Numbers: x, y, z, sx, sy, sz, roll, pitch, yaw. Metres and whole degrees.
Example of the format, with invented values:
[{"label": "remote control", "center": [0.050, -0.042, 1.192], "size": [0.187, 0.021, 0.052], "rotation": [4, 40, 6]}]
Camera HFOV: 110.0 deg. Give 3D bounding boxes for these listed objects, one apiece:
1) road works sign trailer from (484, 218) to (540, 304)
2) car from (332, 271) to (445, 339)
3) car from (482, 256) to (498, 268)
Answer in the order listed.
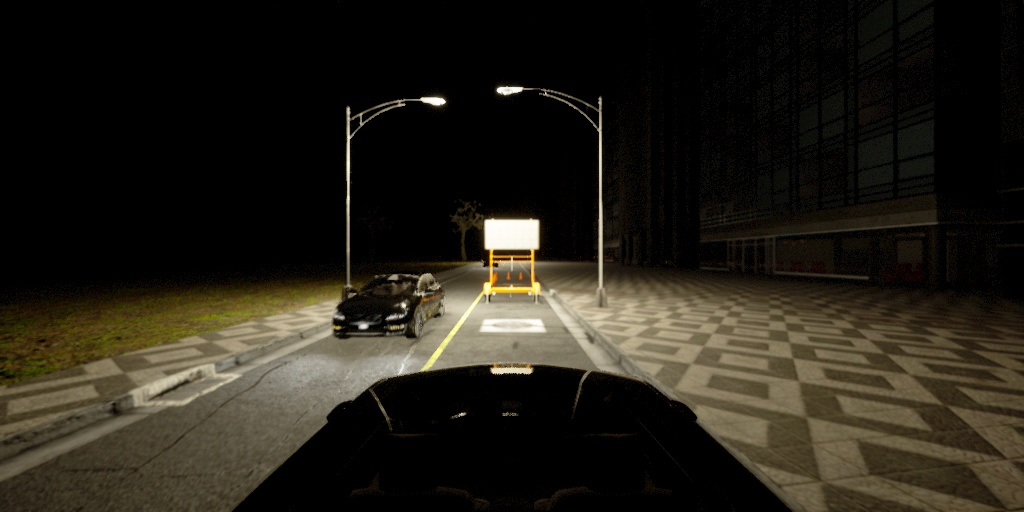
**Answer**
[{"label": "road works sign trailer", "center": [-0.003, 0.128, 15.836], "size": [2.380, 3.560, 2.880], "rotation": [0, 0, 0]}, {"label": "car", "center": [-3.102, 1.204, 9.913], "size": [1.837, 1.490, 4.892], "rotation": [0, 0, 0]}, {"label": "car", "center": [-3.085, 0.801, 51.942], "size": [2.097, 1.767, 4.553], "rotation": [0, 0, 0]}]
